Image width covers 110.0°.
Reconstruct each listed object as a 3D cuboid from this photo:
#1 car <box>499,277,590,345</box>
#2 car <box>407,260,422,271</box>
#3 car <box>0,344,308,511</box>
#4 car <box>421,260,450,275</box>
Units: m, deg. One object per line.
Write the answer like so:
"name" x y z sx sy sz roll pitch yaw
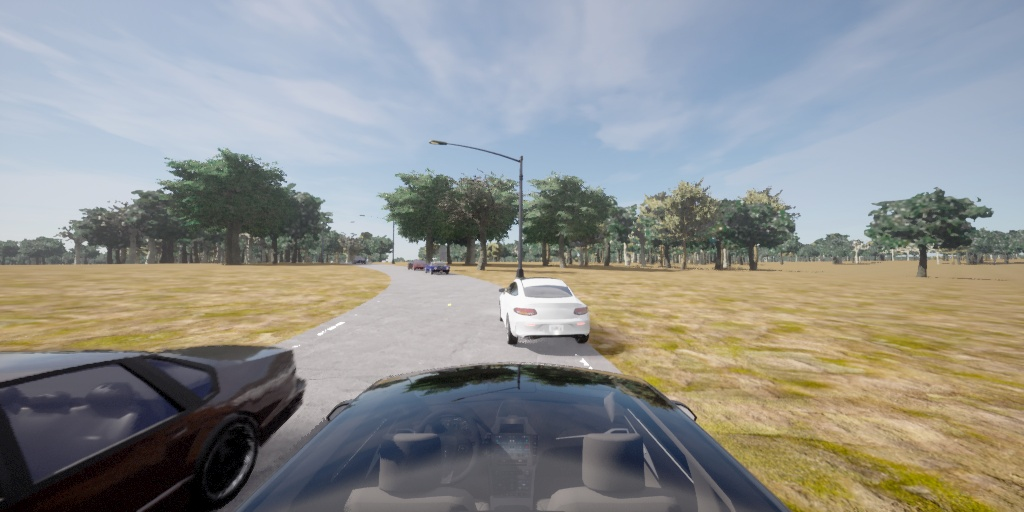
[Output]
"car" 0.670 1.276 9.468 1.812 1.442 4.674 0 0 -5
"car" -12.207 1.137 46.427 1.994 1.385 4.181 1 0 -30
"car" -3.161 1.297 1.580 2.033 1.411 5.357 0 0 0
"car" -7.970 1.244 37.919 1.895 1.301 4.718 1 0 -24
